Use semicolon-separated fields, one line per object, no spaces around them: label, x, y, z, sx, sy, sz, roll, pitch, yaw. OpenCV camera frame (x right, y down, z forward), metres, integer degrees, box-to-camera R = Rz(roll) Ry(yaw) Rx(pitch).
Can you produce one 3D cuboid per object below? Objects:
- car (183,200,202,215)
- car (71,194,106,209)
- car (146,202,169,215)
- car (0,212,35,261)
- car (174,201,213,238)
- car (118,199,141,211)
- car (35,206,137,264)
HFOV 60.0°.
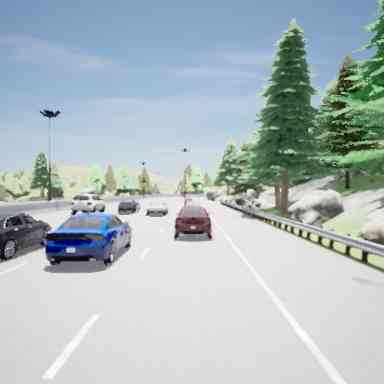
car;0.078;1.612;35.716;1.895;1.301;4.718;0;0;0
car;-10.431;1.233;33.789;2.150;2.045;5.566;0;0;0
car;-3.406;1.611;33.532;1.895;1.301;4.718;0;0;0
car;-6.901;1.509;12.374;1.837;1.490;4.892;0;0;0
car;0.064;1.483;17.899;1.882;1.535;5.008;0;0;0
car;-6.904;1.503;36.996;2.128;1.511;4.902;0;0;0
car;-3.401;1.481;11.824;1.882;1.535;5.008;0;0;0
